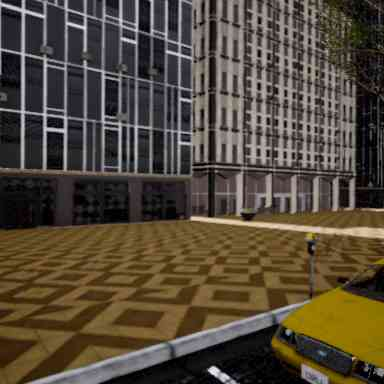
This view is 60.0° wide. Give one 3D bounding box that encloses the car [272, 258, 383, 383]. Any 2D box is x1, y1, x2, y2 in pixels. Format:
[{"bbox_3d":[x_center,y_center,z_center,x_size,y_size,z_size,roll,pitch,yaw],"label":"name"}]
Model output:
[{"bbox_3d":[3.190,1.514,4.656,4.829,1.417,1.752,0,0,-35],"label":"car"}]
